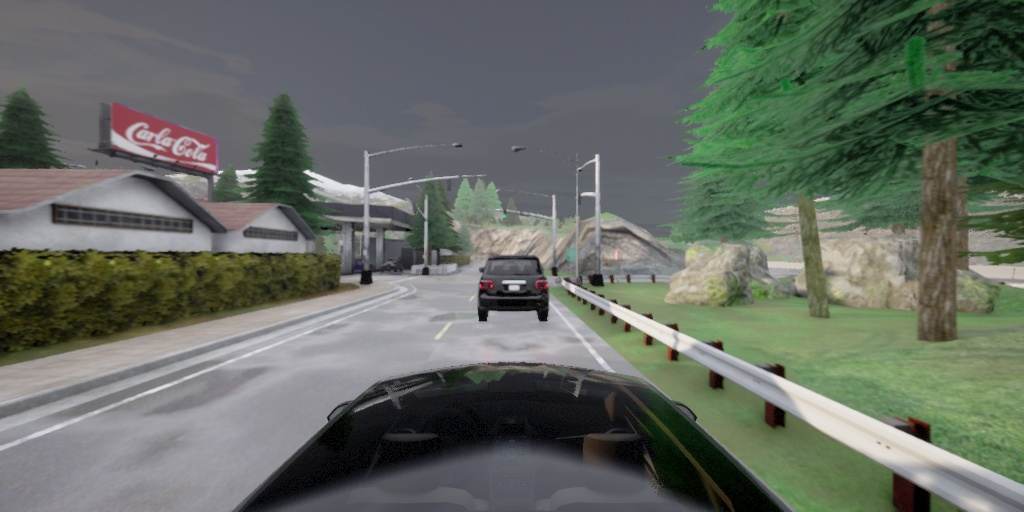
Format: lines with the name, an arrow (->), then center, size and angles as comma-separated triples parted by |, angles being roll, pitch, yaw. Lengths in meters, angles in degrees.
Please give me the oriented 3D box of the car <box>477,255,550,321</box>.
car -> 0.001, 0.975, 12.625 | 2.150, 2.045, 5.566 | 0, 0, -1
